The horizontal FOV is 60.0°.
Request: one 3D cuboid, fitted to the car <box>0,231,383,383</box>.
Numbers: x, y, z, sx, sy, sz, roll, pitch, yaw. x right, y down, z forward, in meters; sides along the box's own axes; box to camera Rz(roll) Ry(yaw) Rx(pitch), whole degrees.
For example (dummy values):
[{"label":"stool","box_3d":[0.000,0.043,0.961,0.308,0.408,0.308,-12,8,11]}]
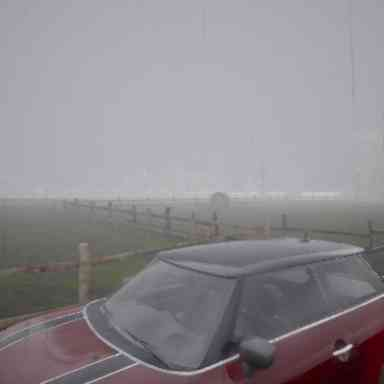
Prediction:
[{"label":"car","box_3d":[0.220,1.352,3.219,4.553,1.767,2.097,0,0,-35]}]
